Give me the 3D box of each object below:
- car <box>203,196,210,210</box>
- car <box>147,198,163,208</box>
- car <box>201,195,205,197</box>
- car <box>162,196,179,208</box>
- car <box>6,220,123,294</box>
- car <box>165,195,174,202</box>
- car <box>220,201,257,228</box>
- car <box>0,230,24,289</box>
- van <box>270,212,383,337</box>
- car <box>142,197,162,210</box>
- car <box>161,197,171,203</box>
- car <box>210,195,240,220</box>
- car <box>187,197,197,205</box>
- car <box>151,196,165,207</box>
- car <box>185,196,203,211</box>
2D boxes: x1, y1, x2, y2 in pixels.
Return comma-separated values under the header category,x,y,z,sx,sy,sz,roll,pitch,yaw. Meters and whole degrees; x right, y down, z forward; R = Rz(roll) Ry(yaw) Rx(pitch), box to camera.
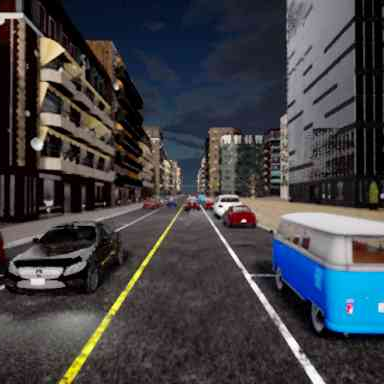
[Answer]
category,x,y,z,sx,sy,sz,roll,pitch,yaw
car,2.701,1.659,45.410,1.887,1.381,4.507,1,0,0
car,-5.680,1.694,50.981,1.947,1.339,4.313,1,0,0
car,2.700,1.694,56.549,2.008,1.369,4.403,1,0,0
car,-3.078,1.730,51.039,1.895,1.301,4.718,0,0,0
car,-3.102,1.548,9.027,1.812,1.442,4.674,0,0,0
car,-5.684,1.658,84.399,1.967,1.590,4.097,1,0,0
car,3.148,1.581,22.479,1.812,1.442,4.674,0,0,0
car,-5.676,1.331,6.423,2.192,1.841,5.009,1,0,0
van,2.704,1.357,6.423,1.690,1.788,3.998,1,0,0
car,-5.680,1.659,45.411,1.887,1.381,4.507,1,0,0
car,-5.681,1.770,73.259,1.802,1.307,4.206,1,0,0
car,3.106,1.302,29.511,2.150,2.045,5.566,0,0,0
car,0.031,1.685,62.249,1.812,1.442,4.674,0,0,0
car,-5.678,1.583,56.551,1.967,1.590,4.097,1,0,0
car,0.045,1.657,43.575,2.033,1.411,5.357,0,0,1
